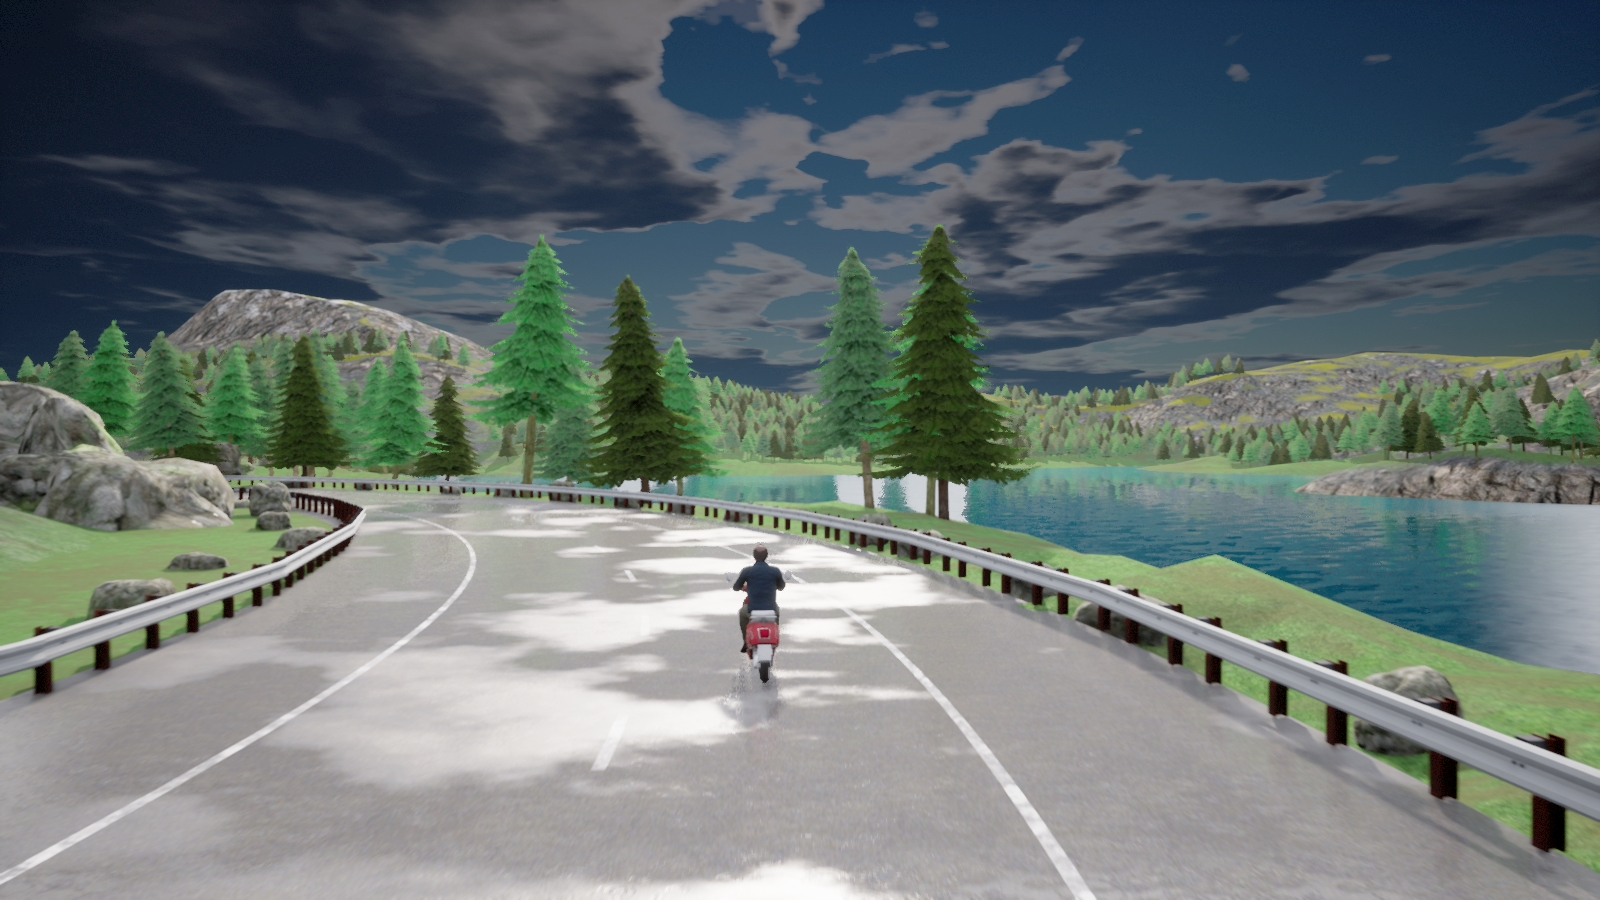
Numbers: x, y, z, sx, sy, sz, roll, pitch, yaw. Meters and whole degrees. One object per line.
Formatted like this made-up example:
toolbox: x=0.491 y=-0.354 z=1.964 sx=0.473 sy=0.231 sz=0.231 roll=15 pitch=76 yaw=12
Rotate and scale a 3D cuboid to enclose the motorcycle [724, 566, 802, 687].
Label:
motorcycle: x=-0.498 y=2.182 z=14.425 sx=0.856 sy=1.236 sz=1.805 roll=0 pitch=0 yaw=-6
